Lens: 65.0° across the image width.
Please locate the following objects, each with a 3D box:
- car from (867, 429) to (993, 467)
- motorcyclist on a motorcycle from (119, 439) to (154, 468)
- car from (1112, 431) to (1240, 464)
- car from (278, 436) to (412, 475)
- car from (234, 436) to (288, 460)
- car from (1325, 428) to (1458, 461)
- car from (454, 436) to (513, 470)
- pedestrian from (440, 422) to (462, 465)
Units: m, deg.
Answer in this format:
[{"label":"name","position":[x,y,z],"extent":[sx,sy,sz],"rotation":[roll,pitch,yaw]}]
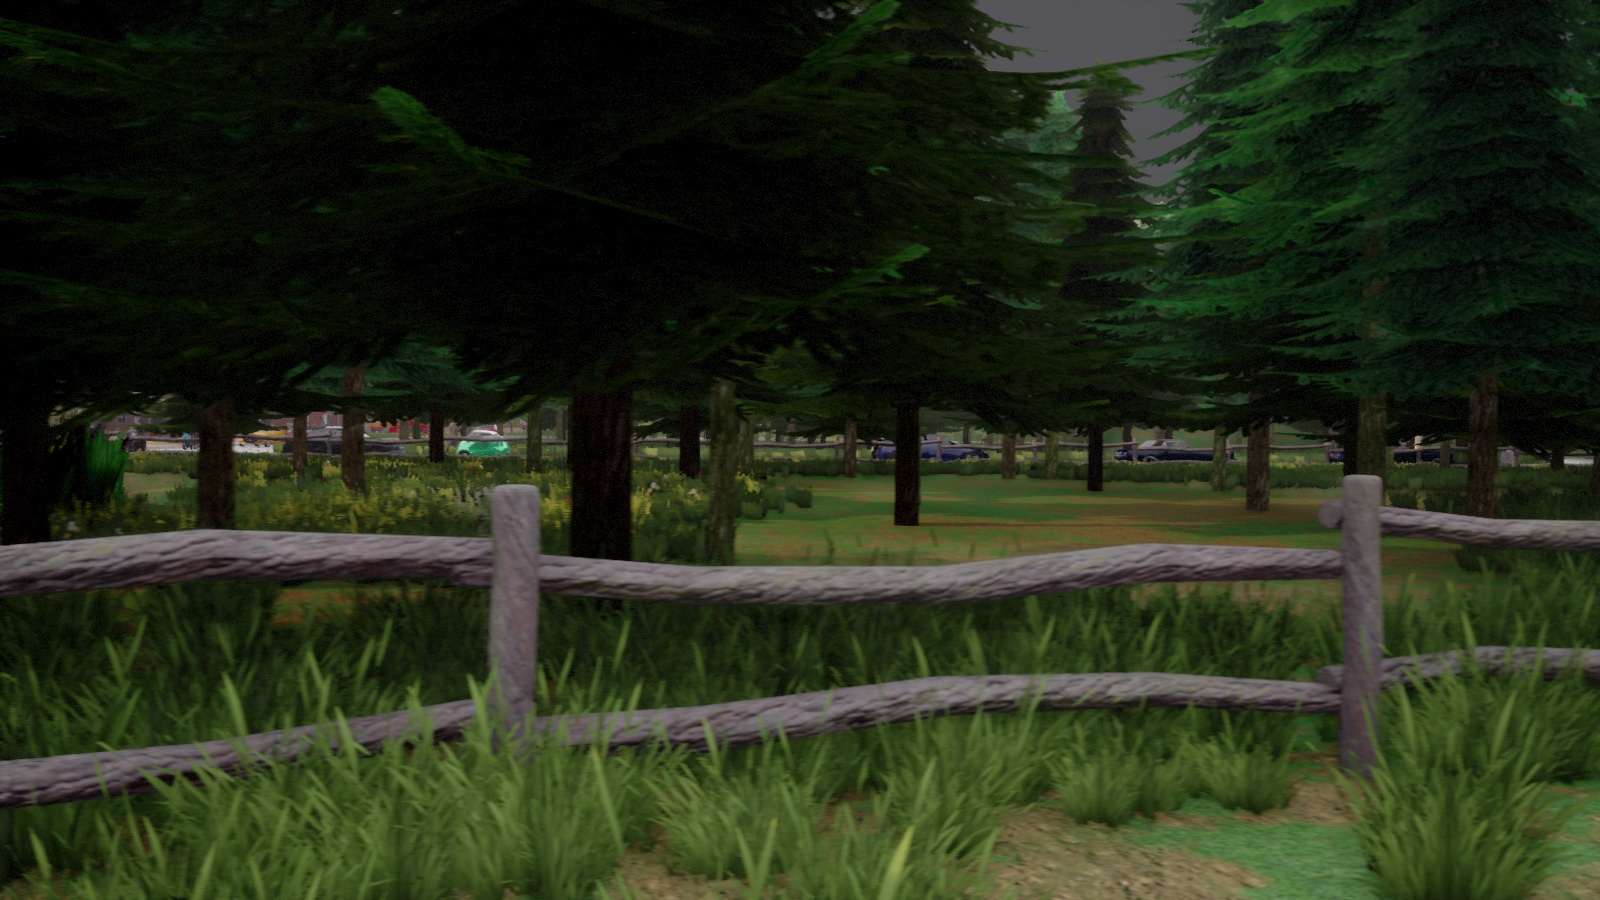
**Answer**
[{"label":"car","position":[5.278,-0.096,51.309],"extent":[4.792,1.488,2.163],"rotation":[-1,1,-4]},{"label":"motorcyclist on a motorcycle","position":[-35.226,0.168,66.687],"extent":[0.866,1.530,2.191],"rotation":[-1,1,-5]},{"label":"car","position":[15.520,-0.120,52.015],"extent":[4.718,1.301,1.895],"rotation":[-1,1,-4]},{"label":"car","position":[-18.009,0.200,49.879],"extent":[4.674,1.442,1.812],"rotation":[-1,1,-3]},{"label":"car","position":[-36.988,-0.179,86.279],"extent":[1.882,1.535,5.008],"rotation":[-1,1,-5]},{"label":"car","position":[24.764,-0.231,52.663],"extent":[4.718,1.301,1.895],"rotation":[-1,1,-4]},{"label":"car","position":[-13.496,0.121,53.597],"extent":[2.207,1.376,1.481],"rotation":[0,1,-3]},{"label":"pedestrian","position":[-16.148,-0.316,58.127],"extent":[0.873,1.952,0.659],"rotation":[-1,1,-9]}]
